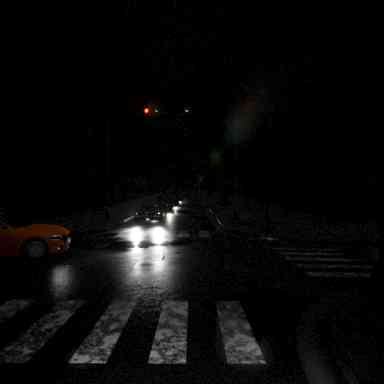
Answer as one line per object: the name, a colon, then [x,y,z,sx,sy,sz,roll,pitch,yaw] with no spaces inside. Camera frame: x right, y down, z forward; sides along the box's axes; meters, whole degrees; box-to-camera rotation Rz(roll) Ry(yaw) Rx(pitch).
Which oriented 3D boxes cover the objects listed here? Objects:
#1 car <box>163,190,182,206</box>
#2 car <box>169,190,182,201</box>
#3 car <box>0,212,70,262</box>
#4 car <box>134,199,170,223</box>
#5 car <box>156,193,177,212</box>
car: [-2.873,0.706,44.192,2.150,2.045,5.566,0,1,0]
car: [-2.806,0.550,57.865,2.097,1.767,4.553,0,1,0]
car: [-6.638,1.364,10.819,5.008,1.535,1.882,1,0,-13]
car: [-2.869,1.425,23.681,1.895,1.301,4.718,0,1,0]
car: [-2.875,1.170,33.794,1.837,1.490,4.892,0,1,0]
